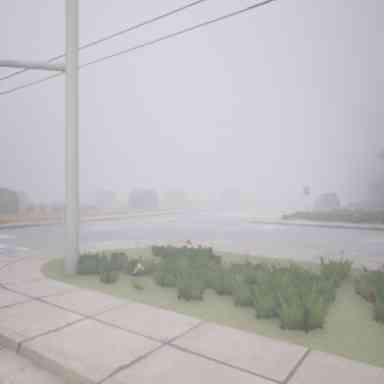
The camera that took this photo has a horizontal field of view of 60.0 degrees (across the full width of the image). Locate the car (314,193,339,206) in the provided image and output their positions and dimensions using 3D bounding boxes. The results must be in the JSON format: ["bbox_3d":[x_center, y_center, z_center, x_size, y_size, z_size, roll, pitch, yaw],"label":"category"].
[{"bbox_3d":[17.633,1.126,43.606,1.905,1.878,3.866,-6,-1,-8],"label":"car"}]
